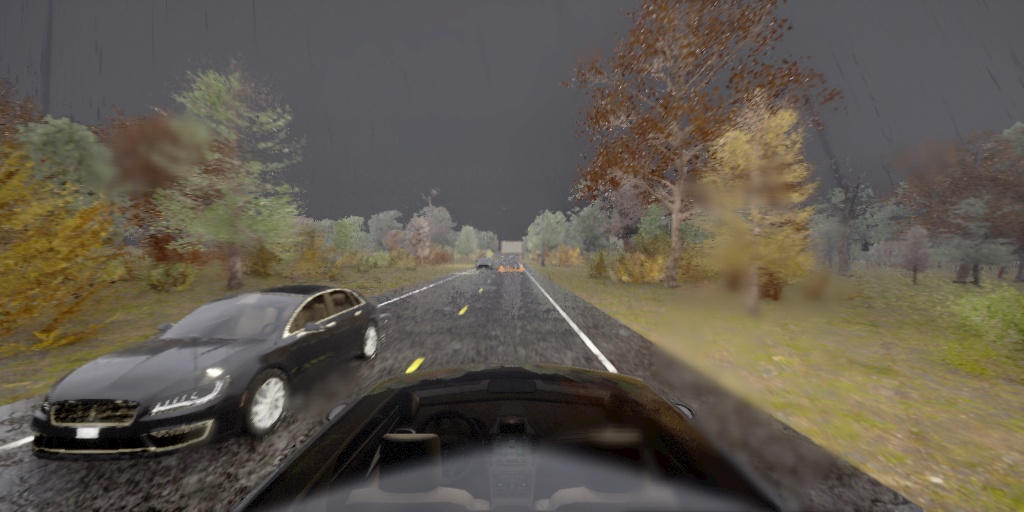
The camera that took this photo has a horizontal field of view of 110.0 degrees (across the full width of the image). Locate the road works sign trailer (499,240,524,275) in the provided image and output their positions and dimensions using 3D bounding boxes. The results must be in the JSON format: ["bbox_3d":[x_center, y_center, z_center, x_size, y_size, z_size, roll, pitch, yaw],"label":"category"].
[{"bbox_3d":[-0.009,0.113,37.168,2.380,3.560,2.880,0,0,0],"label":"road works sign trailer"}]

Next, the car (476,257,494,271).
[{"bbox_3d":[-3.562,0.973,47.416,2.097,1.767,4.553,0,0,0],"label":"car"}]

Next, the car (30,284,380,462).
[{"bbox_3d":[-3.598,1.243,5.470,1.837,1.490,4.892,0,0,0],"label":"car"}]
